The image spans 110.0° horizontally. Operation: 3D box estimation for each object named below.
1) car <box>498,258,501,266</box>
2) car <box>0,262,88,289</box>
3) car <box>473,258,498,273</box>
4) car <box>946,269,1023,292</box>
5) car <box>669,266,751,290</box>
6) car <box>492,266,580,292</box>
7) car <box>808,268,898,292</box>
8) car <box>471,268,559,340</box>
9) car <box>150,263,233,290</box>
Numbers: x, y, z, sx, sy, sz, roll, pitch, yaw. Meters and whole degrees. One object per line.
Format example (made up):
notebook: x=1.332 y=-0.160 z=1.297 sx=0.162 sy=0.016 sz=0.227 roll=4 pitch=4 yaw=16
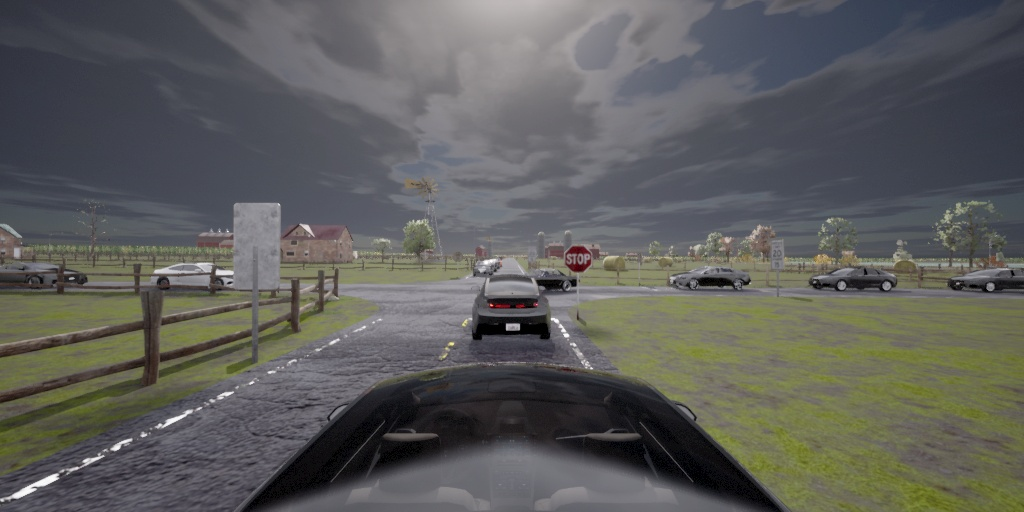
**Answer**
car: x=-2.874 y=1.236 z=46.123 sx=2.128 sy=1.511 sz=4.902 roll=0 pitch=0 yaw=0
car: x=-26.372 y=1.046 z=19.813 sx=4.181 sy=1.385 sz=1.994 roll=1 pitch=-1 yaw=-1
car: x=-2.877 y=1.238 z=36.677 sx=2.128 sy=1.511 sz=4.902 roll=0 pitch=0 yaw=0
car: x=31.692 y=1.584 z=23.575 sx=4.892 sy=1.490 sz=1.837 roll=1 pitch=-1 yaw=-1
car: x=12.788 y=1.394 z=23.273 sx=4.902 sy=1.511 sz=2.128 roll=1 pitch=-1 yaw=-2
car: x=1.491 y=1.367 z=20.039 sx=4.718 sy=1.301 sz=1.895 roll=1 pitch=0 yaw=-35
car: x=22.189 y=1.496 z=23.449 sx=4.892 sy=1.490 sz=1.837 roll=1 pitch=-1 yaw=-1
car: x=-0.078 y=1.255 z=9.992 sx=1.837 sy=1.490 sz=4.892 roll=0 pitch=0 yaw=-2
car: x=-17.252 y=1.101 z=19.940 sx=4.674 sy=1.442 sz=1.812 roll=1 pitch=-1 yaw=-1
